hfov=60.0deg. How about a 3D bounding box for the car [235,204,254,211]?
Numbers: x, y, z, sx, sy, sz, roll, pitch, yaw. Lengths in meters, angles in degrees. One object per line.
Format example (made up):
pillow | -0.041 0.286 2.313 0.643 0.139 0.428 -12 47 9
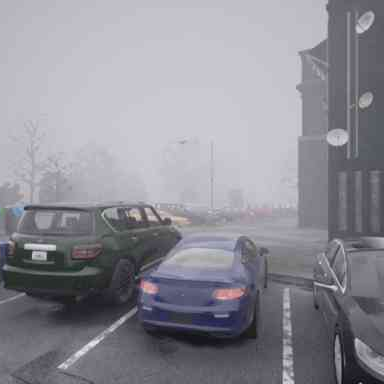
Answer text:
car | 13.282 3.869 84.561 4.553 1.767 2.185 0 -2 14

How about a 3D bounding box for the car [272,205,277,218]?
car | 9.081 2.985 46.481 4.792 1.488 2.163 1 -1 15

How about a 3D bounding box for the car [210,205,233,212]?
car | 6.580 3.663 74.753 4.792 1.488 2.163 0 -2 15

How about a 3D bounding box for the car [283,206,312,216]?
car | 19.372 3.500 61.295 5.008 1.535 2.097 1 -1 15

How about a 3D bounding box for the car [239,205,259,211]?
car | 14.908 4.085 87.024 5.008 1.535 2.097 0 -2 14

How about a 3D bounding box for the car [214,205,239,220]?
car | 2.241 2.593 36.598 5.008 1.535 2.097 1 -1 15

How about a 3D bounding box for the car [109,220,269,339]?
car | 0.482 1.527 6.594 2.002 1.452 4.674 0 -1 15

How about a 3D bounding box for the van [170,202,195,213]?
van | -1.787 2.956 62.497 4.442 1.987 1.878 0 -2 15

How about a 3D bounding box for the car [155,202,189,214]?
car | -3.622 2.840 60.083 5.566 2.045 2.435 0 -2 15

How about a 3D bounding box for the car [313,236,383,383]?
car | 2.894 1.488 4.882 2.231 1.521 4.892 1 -1 16

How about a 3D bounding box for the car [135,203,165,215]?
car | -6.950 2.785 55.168 4.553 1.767 2.185 0 -2 15

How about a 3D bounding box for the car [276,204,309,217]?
car | 17.694 3.159 58.829 5.566 2.045 2.435 1 -1 15

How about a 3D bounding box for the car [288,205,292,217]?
car | 12.501 3.166 51.422 4.792 1.488 2.163 1 -1 15

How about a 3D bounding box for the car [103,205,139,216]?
car | -10.576 2.747 49.941 4.792 1.488 2.163 0 -2 15

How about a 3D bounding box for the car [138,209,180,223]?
car | -3.526 2.604 36.495 1.895 1.301 4.718 0 -2 35

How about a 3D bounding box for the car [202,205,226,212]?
car | 4.831 3.572 72.313 4.792 1.488 2.163 0 -2 15

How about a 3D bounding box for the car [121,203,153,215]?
car | -8.702 2.695 52.746 4.553 1.767 2.185 0 -2 15

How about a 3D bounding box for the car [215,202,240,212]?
car | 8.213 3.472 77.218 5.566 2.045 2.435 0 -2 15

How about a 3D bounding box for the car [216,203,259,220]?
car | 5.656 2.649 41.555 4.553 1.767 2.185 1 -1 15

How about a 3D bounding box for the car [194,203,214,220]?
car | -1.183 2.149 31.653 5.566 2.045 2.435 1 -1 15

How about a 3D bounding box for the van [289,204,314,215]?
van | 20.972 3.362 63.798 4.442 1.987 1.878 1 -1 15

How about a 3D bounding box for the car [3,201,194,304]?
car | -1.926 1.236 8.343 2.435 2.045 5.566 0 -1 16

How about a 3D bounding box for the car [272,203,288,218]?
car | 10.800 2.795 48.953 5.566 2.045 2.435 1 -1 15

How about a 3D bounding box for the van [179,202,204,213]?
van | -0.097 3.046 64.946 4.442 1.987 1.878 0 -2 15

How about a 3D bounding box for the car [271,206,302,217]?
car | 15.953 3.319 56.355 5.008 1.535 2.097 1 -1 15

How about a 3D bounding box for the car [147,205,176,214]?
car | -5.288 3.041 57.625 4.674 1.452 2.002 0 -2 15

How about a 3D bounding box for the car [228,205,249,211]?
car | 11.595 3.905 82.105 4.892 1.521 2.231 0 -2 14

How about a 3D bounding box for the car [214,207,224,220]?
car | 0.507 2.539 34.120 4.674 1.452 2.002 1 -1 15

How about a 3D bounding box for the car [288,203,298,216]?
car | 14.276 2.978 53.891 5.566 2.045 2.435 1 -1 15

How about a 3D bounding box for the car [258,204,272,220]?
car | 7.376 2.613 44.012 5.566 2.045 2.435 1 -1 15

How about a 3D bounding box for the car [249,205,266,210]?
car | 18.124 4.295 91.980 4.792 1.488 2.163 0 -2 13

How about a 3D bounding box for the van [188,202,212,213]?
van | 1.594 3.136 67.397 4.442 1.987 1.878 0 -2 15

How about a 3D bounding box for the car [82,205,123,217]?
car | -12.717 2.612 47.199 5.366 1.575 1.946 0 -2 15

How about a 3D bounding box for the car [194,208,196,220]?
car | -2.768 2.295 29.124 5.366 1.575 1.946 2 -2 15
